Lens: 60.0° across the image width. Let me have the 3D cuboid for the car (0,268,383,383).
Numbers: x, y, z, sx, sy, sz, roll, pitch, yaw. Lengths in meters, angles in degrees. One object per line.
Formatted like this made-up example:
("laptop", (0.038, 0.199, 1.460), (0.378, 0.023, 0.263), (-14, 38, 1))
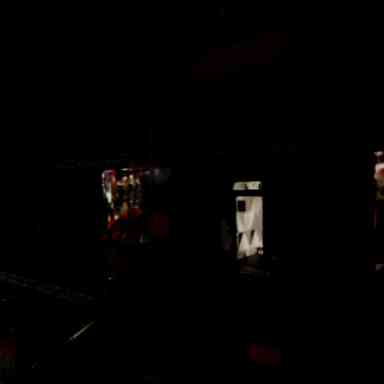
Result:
("car", (-0.056, 1.443, 2.921), (4.097, 1.590, 1.967), (0, 0, 36))
